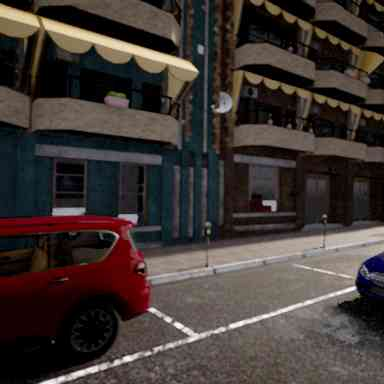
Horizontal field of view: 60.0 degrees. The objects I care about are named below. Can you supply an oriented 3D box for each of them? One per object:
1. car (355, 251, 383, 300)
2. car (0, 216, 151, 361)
[{"bbox_3d":[5.503,1.545,7.304,4.674,1.442,1.812,0,0,-35],"label":"car"},{"bbox_3d":[-2.963,1.315,4.427,5.009,1.841,2.192,0,1,-35],"label":"car"}]
